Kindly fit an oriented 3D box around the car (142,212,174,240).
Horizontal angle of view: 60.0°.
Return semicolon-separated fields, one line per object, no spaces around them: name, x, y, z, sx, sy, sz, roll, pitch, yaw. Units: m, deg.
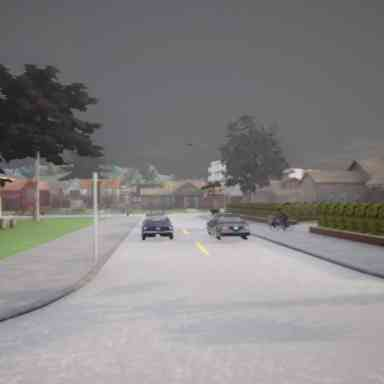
car;-2.145;2.202;20.904;1.895;1.301;4.718;0;-2;-6

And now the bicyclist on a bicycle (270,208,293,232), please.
bicyclist on a bicycle;6.104;1.906;22.671;1.656;1.620;0.582;-1;-2;-6

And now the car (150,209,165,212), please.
car;-3.213;2.374;30.832;2.128;1.511;4.902;0;-2;-6

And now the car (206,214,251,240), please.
car;2.132;2.093;20.607;2.033;1.411;5.357;0;-2;-6
